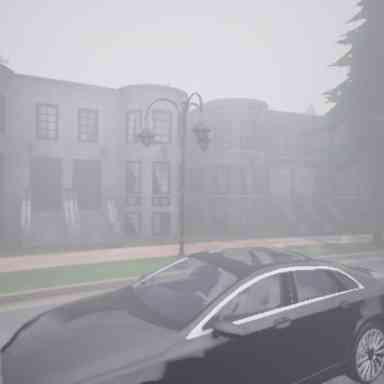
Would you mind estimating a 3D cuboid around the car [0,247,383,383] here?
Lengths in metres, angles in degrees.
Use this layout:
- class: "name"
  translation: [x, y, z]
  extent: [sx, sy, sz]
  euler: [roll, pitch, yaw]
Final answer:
- class: "car"
  translation: [0.460, 1.491, 3.972]
  extent: [4.902, 1.511, 2.128]
  euler: [1, 0, -30]
